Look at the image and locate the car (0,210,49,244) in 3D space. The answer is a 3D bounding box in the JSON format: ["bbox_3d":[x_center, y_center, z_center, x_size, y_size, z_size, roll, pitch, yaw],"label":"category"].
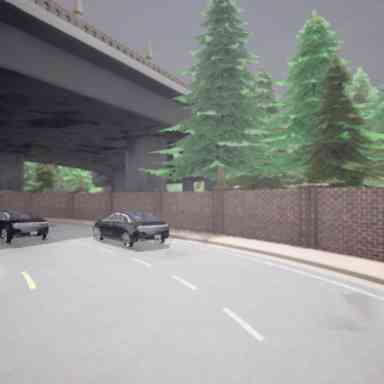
[{"bbox_3d":[-9.000,1.685,16.963,4.902,1.511,2.128,-1,-1,44],"label":"car"}]

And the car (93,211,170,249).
[{"bbox_3d":[-2.985,1.658,15.660,2.128,1.511,4.902,1,-1,-40],"label":"car"}]
